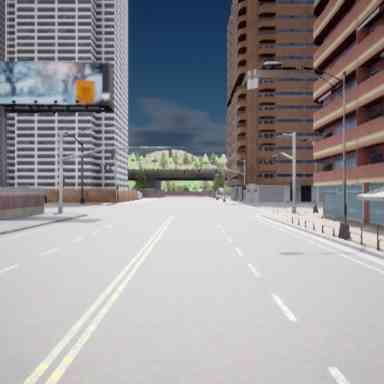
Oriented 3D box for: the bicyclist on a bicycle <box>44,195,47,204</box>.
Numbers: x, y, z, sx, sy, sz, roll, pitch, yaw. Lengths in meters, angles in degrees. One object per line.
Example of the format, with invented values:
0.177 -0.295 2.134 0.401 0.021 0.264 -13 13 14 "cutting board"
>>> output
-25.641 1.274 57.952 0.582 1.620 1.656 0 0 0 "bicyclist on a bicycle"
